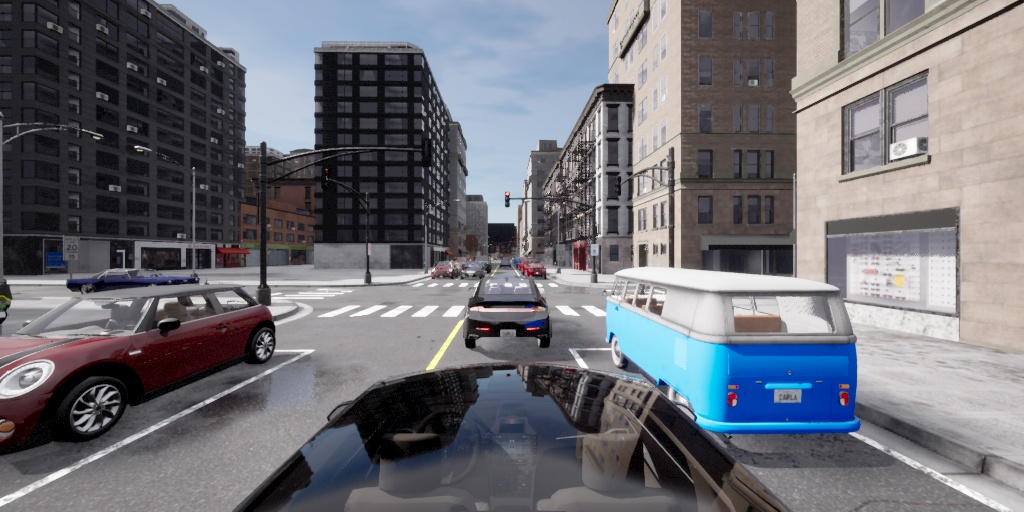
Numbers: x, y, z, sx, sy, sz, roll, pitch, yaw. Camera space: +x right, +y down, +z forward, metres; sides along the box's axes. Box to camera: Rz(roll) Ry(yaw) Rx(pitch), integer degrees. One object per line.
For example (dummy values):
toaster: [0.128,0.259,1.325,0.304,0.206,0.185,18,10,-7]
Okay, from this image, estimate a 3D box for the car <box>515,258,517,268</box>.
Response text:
car: [1.770,1.292,48.355,1.888,1.381,4.507,0,0,-1]

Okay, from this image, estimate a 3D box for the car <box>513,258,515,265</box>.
car: [1.566,1.309,59.172,1.948,1.339,4.313,0,0,-1]

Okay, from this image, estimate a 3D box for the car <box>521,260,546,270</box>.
car: [2.077,1.294,32.129,1.888,1.381,4.507,0,0,-1]

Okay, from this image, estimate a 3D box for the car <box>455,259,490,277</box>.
car: [-3.395,1.240,31.626,2.128,1.511,4.902,0,0,-1]

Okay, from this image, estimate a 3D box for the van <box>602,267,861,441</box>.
van: [2.584,1.091,5.253,1.690,1.789,3.998,0,0,-1]

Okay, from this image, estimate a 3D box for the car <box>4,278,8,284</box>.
car: [-27.472,1.154,16.915,5.357,1.411,2.033,0,0,-1]

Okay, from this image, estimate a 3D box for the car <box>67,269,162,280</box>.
car: [-17.814,1.262,17.102,4.718,1.301,1.895,0,0,-1]

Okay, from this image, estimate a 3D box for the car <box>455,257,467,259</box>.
car: [-6.151,1.063,42.794,2.192,1.841,5.009,0,0,-1]

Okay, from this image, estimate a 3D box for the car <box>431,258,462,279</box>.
car: [-5.947,1.188,31.977,1.967,1.591,4.097,0,0,-1]

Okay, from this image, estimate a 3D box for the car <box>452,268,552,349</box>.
car: [-0.126,1.241,9.188,2.128,1.511,4.902,0,0,-1]

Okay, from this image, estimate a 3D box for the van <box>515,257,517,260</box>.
van: [1.668,1.086,53.764,1.690,1.789,3.998,0,0,-1]

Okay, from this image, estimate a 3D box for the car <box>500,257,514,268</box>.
car: [-1.131,1.306,62.289,1.994,1.385,4.181,0,0,-1]

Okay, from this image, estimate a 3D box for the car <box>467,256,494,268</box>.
car: [-3.586,0.970,41.788,2.150,2.045,5.566,0,0,0]

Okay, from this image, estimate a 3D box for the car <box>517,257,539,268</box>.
car: [1.975,1.063,37.537,2.192,1.841,5.009,0,0,-1]

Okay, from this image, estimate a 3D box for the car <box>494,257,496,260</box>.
car: [-3.782,1.293,52.190,2.033,1.411,5.357,0,0,-1]

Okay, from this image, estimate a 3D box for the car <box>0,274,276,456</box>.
car: [-5.439,1.190,5.102,1.967,1.591,4.097,0,0,-1]
